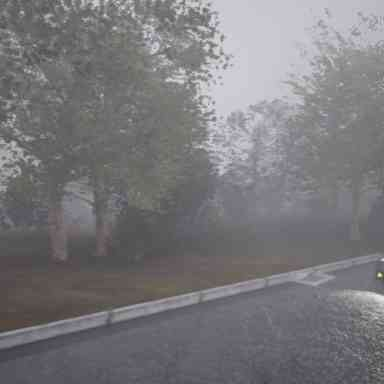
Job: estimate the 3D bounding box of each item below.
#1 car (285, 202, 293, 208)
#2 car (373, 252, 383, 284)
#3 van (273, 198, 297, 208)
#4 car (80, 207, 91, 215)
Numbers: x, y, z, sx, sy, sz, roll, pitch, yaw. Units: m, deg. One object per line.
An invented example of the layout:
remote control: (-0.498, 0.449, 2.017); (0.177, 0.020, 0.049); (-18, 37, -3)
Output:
car: (16.721, 2.174, 66.786); (2.435, 2.045, 5.566); (0, 0, -36)
car: (6.341, 1.601, 8.214); (4.181, 1.385, 1.994); (0, 0, -36)
van: (19.030, 2.187, 68.331); (1.878, 1.987, 4.442); (0, 0, -36)
car: (-14.914, 2.389, 44.209); (2.163, 1.488, 4.792); (0, 0, -36)
